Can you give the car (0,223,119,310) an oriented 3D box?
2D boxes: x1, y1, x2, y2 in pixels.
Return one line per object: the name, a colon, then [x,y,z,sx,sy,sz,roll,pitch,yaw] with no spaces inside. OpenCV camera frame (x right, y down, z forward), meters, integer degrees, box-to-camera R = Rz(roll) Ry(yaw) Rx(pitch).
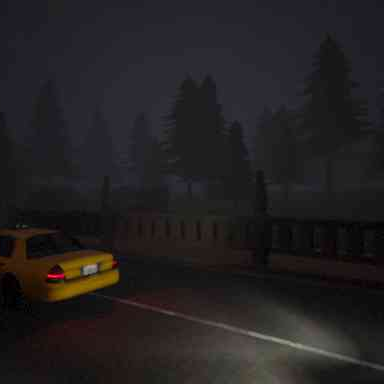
car: [-4.158,1.512,7.913,5.366,1.575,1.801,0,0,32]
